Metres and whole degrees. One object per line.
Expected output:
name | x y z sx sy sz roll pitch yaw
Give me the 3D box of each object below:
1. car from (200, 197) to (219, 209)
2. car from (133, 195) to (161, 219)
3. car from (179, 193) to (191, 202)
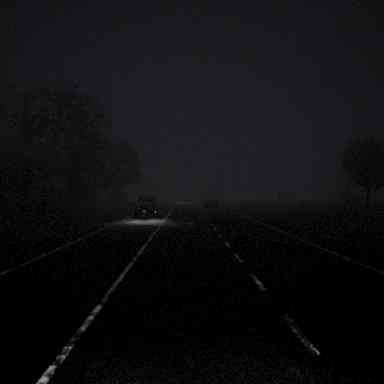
car | 2.610 1.468 46.158 1.882 1.535 5.008 -1 0 -1
car | -4.135 1.303 31.071 2.150 2.045 5.566 -1 0 -2
car | -1.951 1.576 76.872 1.837 1.490 4.892 -1 0 4
